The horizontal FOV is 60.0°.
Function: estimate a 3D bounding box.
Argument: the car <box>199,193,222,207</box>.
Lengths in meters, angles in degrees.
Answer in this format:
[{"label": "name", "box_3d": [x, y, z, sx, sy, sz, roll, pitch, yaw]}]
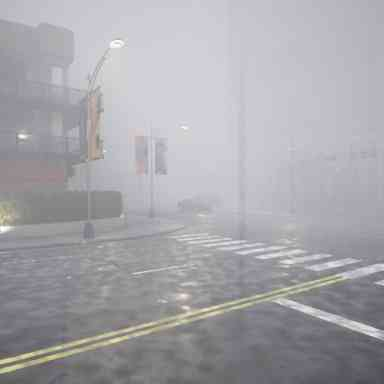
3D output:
[{"label": "car", "box_3d": [2.035, 1.221, 48.838, 2.150, 2.045, 5.566, 0, 0, -33]}]

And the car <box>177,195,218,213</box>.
[{"label": "car", "box_3d": [0.267, 1.478, 37.130, 1.882, 1.535, 5.008, 0, 0, -35]}]
